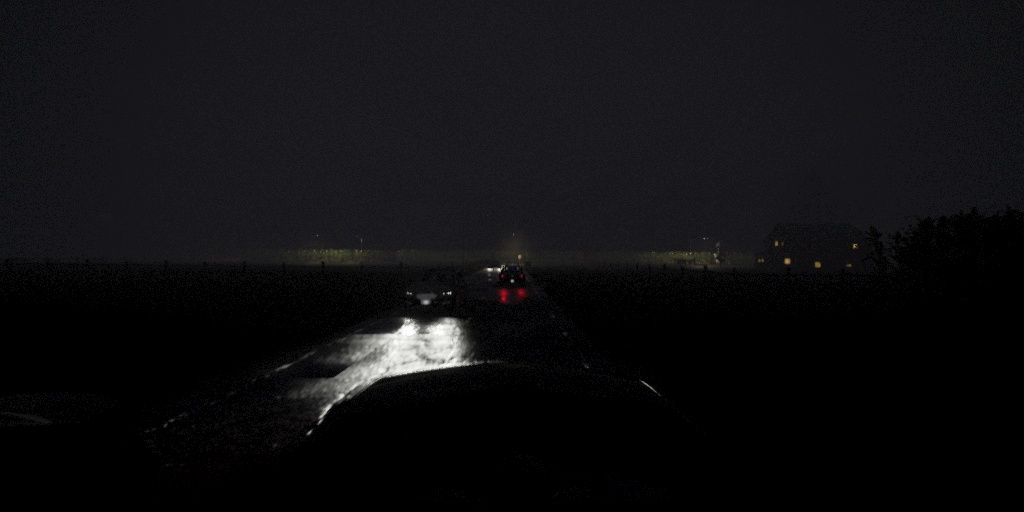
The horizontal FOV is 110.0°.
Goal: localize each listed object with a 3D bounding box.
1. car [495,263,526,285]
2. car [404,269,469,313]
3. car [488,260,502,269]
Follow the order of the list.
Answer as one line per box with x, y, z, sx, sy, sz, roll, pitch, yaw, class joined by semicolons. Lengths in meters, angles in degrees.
0.028;1.398;26.394;1.895;1.301;4.718;0;0;0;car
-2.837;1.269;14.287;2.128;1.511;4.902;0;0;0;car
-2.794;1.344;58.526;1.837;1.490;4.892;0;0;1;car
